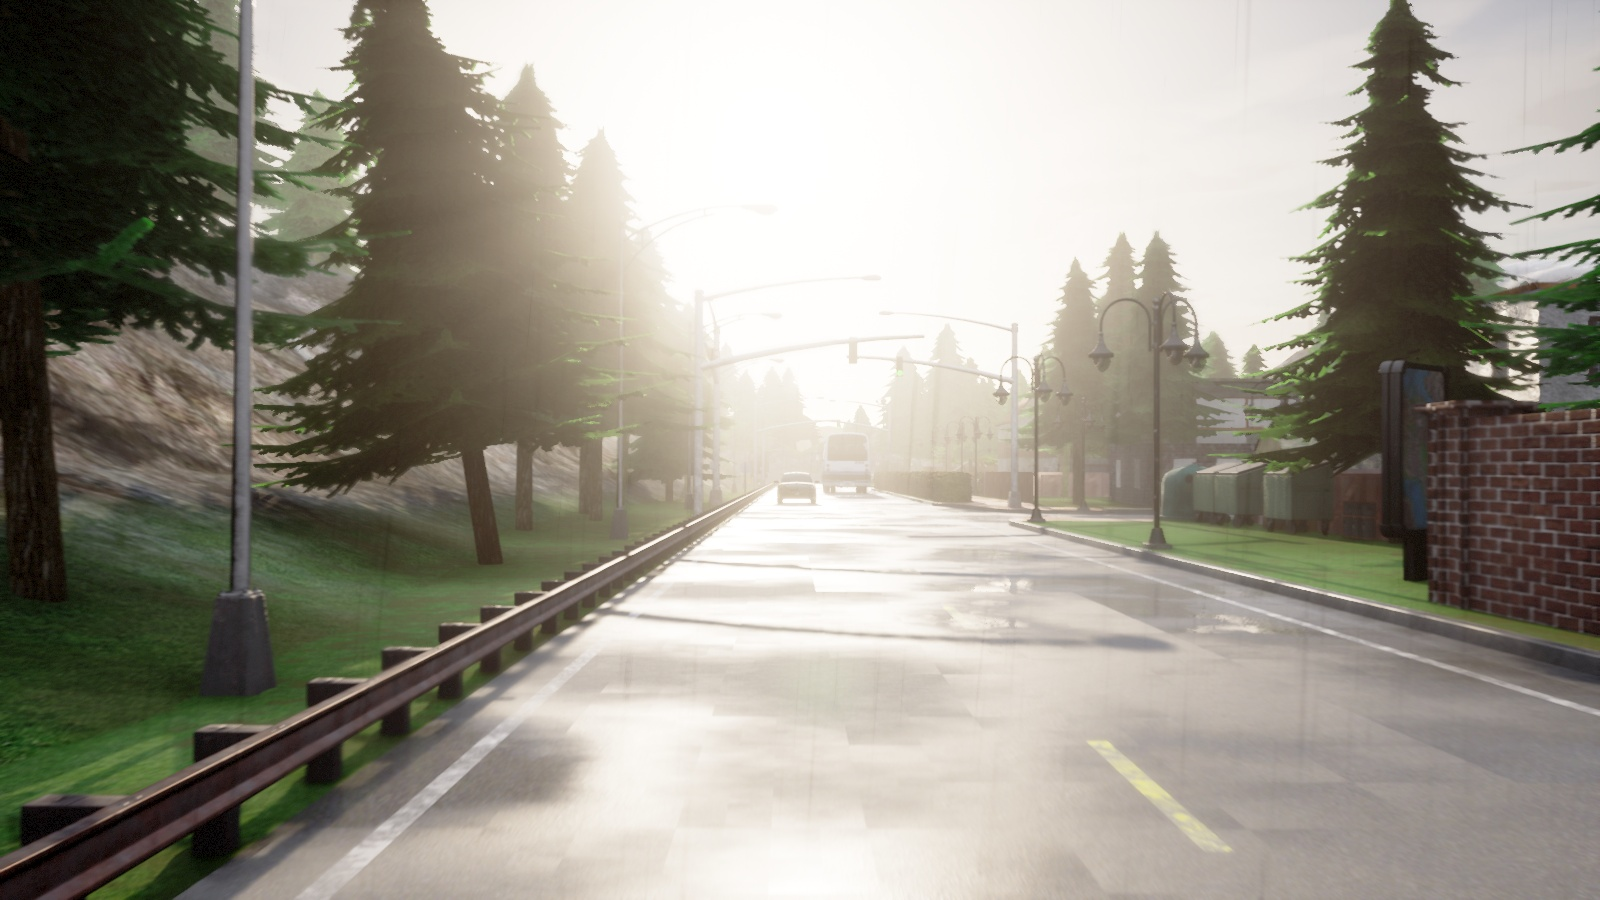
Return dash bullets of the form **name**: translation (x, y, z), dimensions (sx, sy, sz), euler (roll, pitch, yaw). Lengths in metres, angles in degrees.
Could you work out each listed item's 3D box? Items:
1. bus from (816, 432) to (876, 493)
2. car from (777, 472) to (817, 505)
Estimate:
- **bus**: translation (3.272, 0.973, 92.454), dimensions (3.944, 4.253, 10.273), euler (0, -1, 0)
- **car**: translation (-0.148, 1.842, 61.022), dimensions (1.837, 1.490, 4.892), euler (0, -1, 0)
